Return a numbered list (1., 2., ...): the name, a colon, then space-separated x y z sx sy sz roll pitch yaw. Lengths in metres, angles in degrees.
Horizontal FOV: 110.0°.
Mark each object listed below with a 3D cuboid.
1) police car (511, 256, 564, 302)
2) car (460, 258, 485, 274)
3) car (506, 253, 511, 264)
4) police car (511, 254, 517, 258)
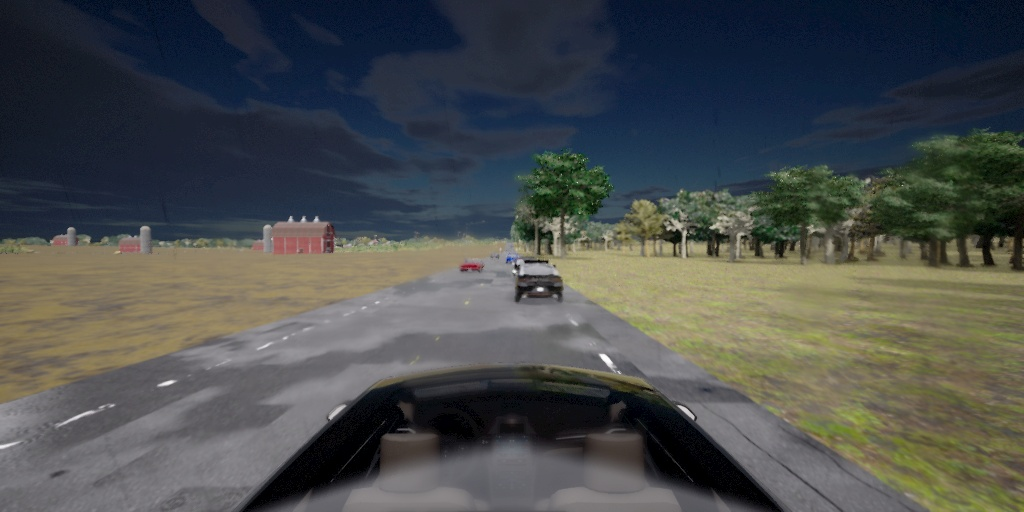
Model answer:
1. police car: 1.048 0.970 15.652 1.930 1.638 5.238 0 1 0
2. car: -3.590 0.884 32.783 1.895 1.301 4.718 0 1 0
3. car: 0.044 0.383 55.431 1.882 1.535 5.008 0 1 0
4. police car: 1.047 0.819 25.652 1.930 1.638 5.238 0 1 0
